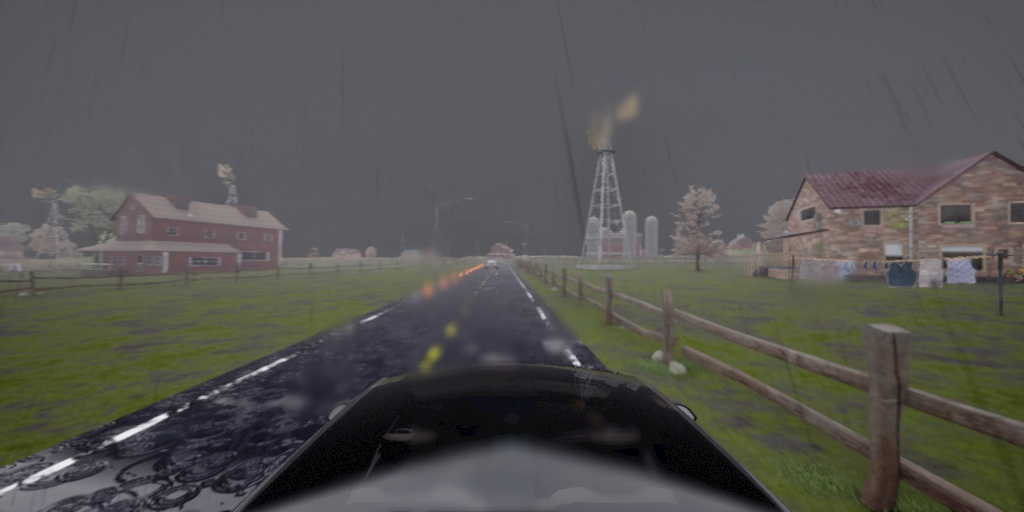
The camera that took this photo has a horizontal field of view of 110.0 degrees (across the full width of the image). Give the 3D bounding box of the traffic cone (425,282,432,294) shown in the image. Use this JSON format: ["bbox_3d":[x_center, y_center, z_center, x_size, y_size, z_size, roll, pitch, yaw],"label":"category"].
[{"bbox_3d":[-4.342,1.666,18.656,0.340,0.580,0.340,0,0,-2],"label":"traffic cone"}]

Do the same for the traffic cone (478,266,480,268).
[{"bbox_3d":[-5.277,1.675,53.646,0.340,0.580,0.340,0,0,-2],"label":"traffic cone"}]

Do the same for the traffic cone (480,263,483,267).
[{"bbox_3d":[-5.412,1.679,58.644,0.340,0.580,0.340,0,0,-2],"label":"traffic cone"}]

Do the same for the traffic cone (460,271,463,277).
[{"bbox_3d":[-4.742,1.667,33.651,0.340,0.580,0.340,0,0,-2],"label":"traffic cone"}]

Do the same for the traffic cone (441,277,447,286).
[{"bbox_3d":[-4.475,1.666,23.654,0.340,0.580,0.340,0,0,-2],"label":"traffic cone"}]

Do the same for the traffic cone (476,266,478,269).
[{"bbox_3d":[-5.144,1.673,48.647,0.340,0.580,0.340,0,0,-2],"label":"traffic cone"}]

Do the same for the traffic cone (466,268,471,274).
[{"bbox_3d":[-4.877,1.668,38.650,0.340,0.580,0.340,0,0,-2],"label":"traffic cone"}]

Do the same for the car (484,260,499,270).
[{"bbox_3d":[-2.978,1.268,53.013,1.812,1.442,4.674,1,0,-2],"label":"car"}]

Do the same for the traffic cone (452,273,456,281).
[{"bbox_3d":[-4.609,1.667,28.653,0.340,0.580,0.340,0,0,-2],"label":"traffic cone"}]

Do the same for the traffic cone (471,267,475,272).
[{"bbox_3d":[-5.010,1.670,43.649,0.340,0.580,0.340,0,0,-2],"label":"traffic cone"}]
